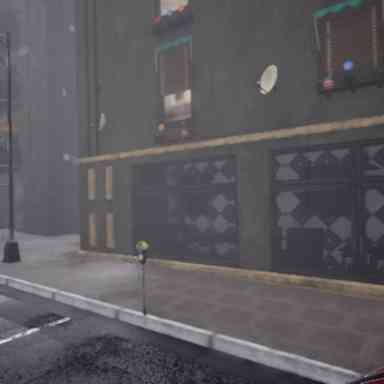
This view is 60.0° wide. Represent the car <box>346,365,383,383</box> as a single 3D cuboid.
[{"bbox_3d":[2.465,1.424,1.136,4.097,1.590,1.967,-1,-1,36],"label":"car"}]
